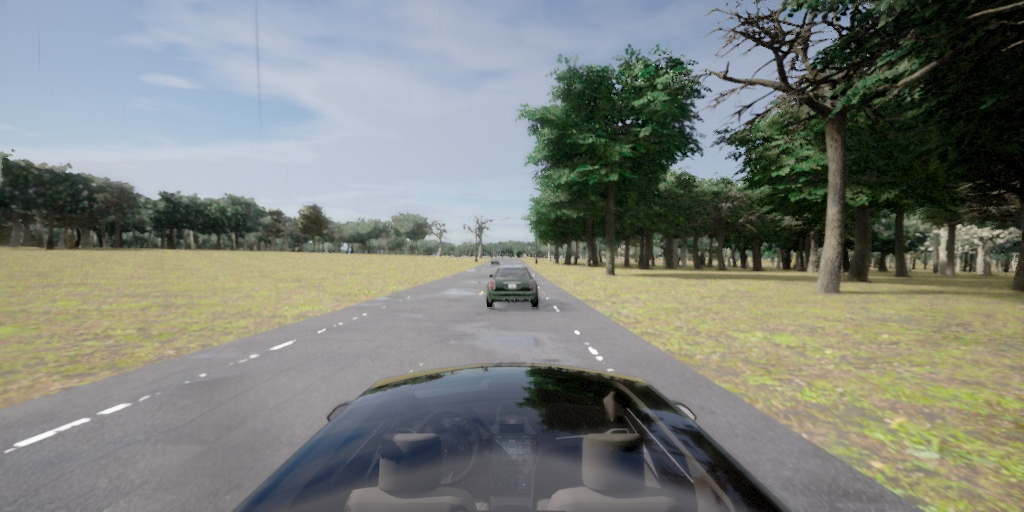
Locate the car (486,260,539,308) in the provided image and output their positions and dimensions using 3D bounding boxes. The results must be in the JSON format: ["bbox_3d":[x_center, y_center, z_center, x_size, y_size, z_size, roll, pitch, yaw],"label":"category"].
[{"bbox_3d":[0.013,1.202,15.914,2.097,1.767,4.553,0,0,0],"label":"car"}]
